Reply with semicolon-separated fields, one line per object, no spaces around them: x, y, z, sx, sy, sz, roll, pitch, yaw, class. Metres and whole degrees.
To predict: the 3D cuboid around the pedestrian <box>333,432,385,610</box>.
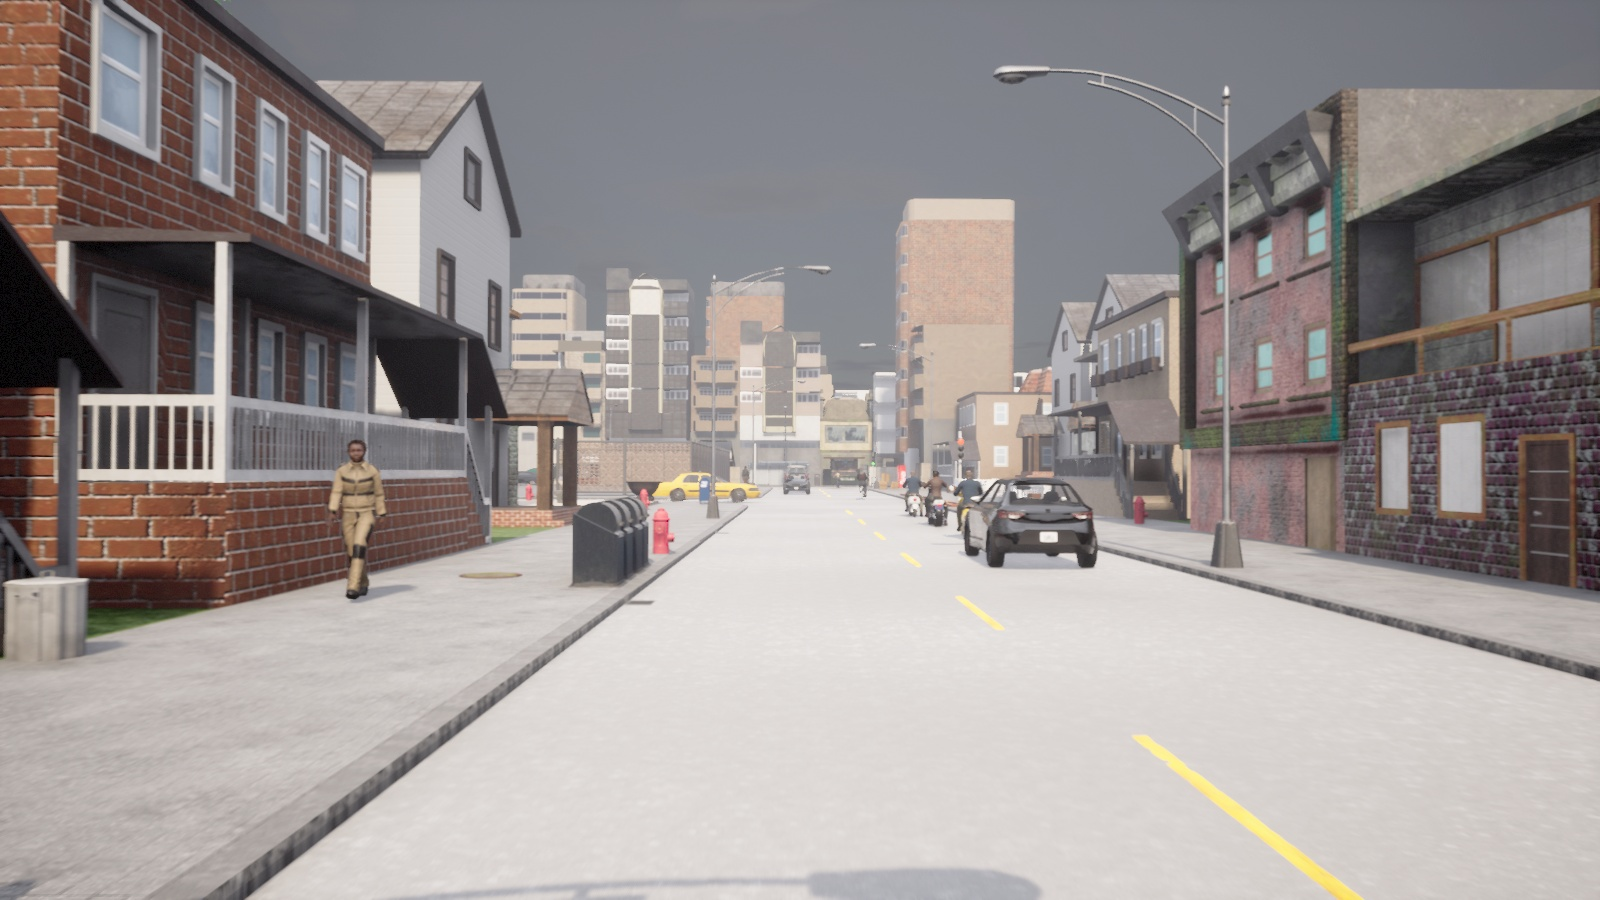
-4.922;0.779;14.038;0.396;1.930;0.692;0;-1;-7;pedestrian

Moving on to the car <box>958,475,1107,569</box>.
3.943;1.181;21.995;1.816;1.474;4.193;0;-1;0;car

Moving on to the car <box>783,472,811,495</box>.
-0.173;2.248;84.762;1.816;1.474;4.193;0;-1;1;car

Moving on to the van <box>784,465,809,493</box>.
-0.228;2.132;93.431;1.775;1.987;4.442;0;-1;0;van

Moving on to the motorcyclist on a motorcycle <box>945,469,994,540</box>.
3.924;1.241;29.193;0.866;1.590;1.817;0;-1;0;motorcyclist on a motorcycle

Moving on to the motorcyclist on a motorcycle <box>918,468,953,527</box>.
3.906;1.358;36.350;0.766;1.649;2.350;0;-1;0;motorcyclist on a motorcycle

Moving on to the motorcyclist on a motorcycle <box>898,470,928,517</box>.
3.899;1.479;43.418;0.866;1.590;1.817;0;-1;0;motorcyclist on a motorcycle

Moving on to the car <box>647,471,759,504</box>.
-4.699;1.797;61.288;5.366;1.575;1.801;0;-1;-2;car
